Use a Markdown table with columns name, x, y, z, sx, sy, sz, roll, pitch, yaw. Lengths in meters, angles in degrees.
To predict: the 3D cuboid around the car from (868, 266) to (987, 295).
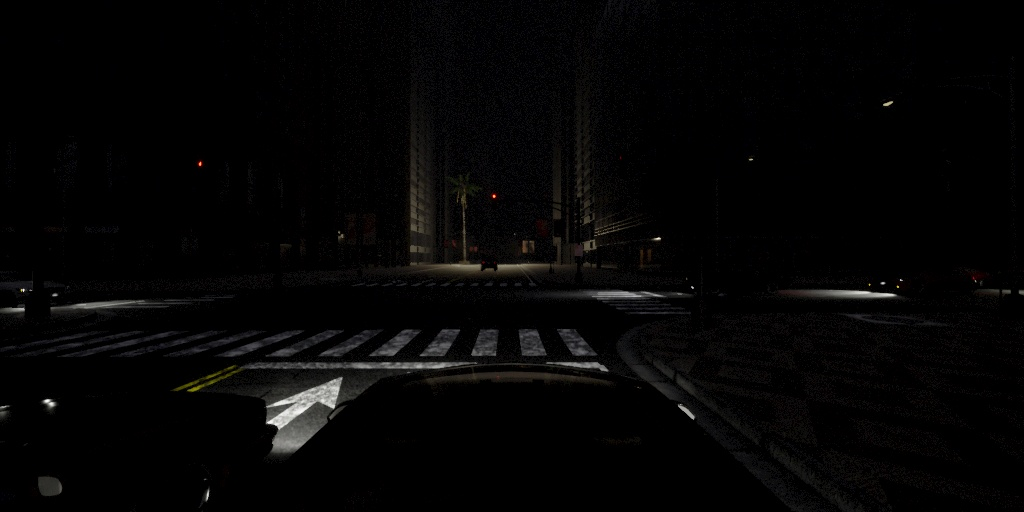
| name | x | y | z | sx | sy | sz | roll | pitch | yaw |
| --- | --- | --- | --- | --- | --- | --- | --- | --- | --- |
| car | 21.541 | 1.248 | 18.914 | 4.181 | 1.385 | 1.994 | 0 | 0 | 0 |

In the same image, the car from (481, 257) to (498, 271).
| name | x | y | z | sx | sy | sz | roll | pitch | yaw |
| --- | --- | --- | --- | --- | --- | --- | --- | --- | --- |
| car | -3.246 | 1.099 | 52.278 | 2.150 | 2.045 | 5.566 | 0 | 0 | 0 |

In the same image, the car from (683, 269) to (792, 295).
| name | x | y | z | sx | sy | sz | roll | pitch | yaw |
| --- | --- | --- | --- | --- | --- | --- | --- | --- | --- |
| car | 11.619 | 1.319 | 18.750 | 4.718 | 1.301 | 1.895 | 0 | 0 | -1 |

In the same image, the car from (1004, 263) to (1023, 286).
| name | x | y | z | sx | sy | sz | roll | pitch | yaw |
| --- | --- | --- | --- | --- | --- | --- | --- | --- | --- |
| car | 32.065 | 1.115 | 21.857 | 4.097 | 1.591 | 1.967 | 0 | 0 | -1 |

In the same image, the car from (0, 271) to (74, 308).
| name | x | y | z | sx | sy | sz | roll | pitch | yaw |
| --- | --- | --- | --- | --- | --- | --- | --- | --- | --- |
| car | -21.378 | 1.354 | 14.979 | 4.674 | 1.442 | 1.812 | 0 | 0 | 1 |

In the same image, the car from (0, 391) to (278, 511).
| name | x | y | z | sx | sy | sz | roll | pitch | yaw |
| --- | --- | --- | --- | --- | --- | --- | --- | --- | --- |
| car | -3.176 | 1.297 | 0.755 | 2.033 | 1.411 | 5.357 | 0 | 0 | 4 |

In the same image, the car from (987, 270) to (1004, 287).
| name | x | y | z | sx | sy | sz | roll | pitch | yaw |
| --- | --- | --- | --- | --- | --- | --- | --- | --- | --- |
| car | 26.427 | 1.273 | 21.759 | 4.207 | 1.307 | 1.802 | 0 | 0 | -1 |
